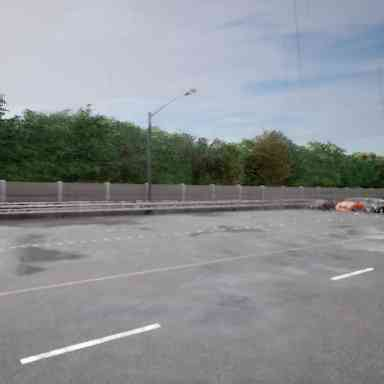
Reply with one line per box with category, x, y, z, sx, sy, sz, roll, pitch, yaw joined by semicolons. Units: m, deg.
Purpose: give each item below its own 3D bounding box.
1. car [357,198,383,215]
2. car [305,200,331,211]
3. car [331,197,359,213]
car;20.370;1.645;36.275;4.892;1.490;1.837;0;0;-37
car;16.686;1.687;42.290;5.357;1.411;2.033;0;0;-37
car;19.190;1.495;39.757;4.553;1.767;2.097;0;0;-37
